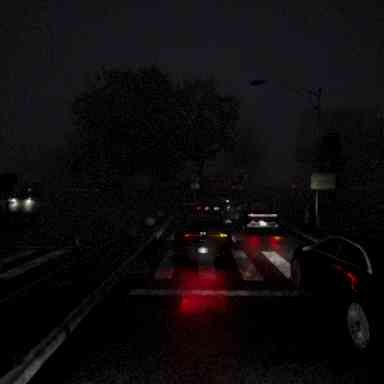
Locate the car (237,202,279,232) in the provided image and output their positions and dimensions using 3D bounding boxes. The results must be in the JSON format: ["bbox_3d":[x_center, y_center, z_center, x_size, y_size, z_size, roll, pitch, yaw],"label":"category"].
[{"bbox_3d":[3.697,1.295,18.928,2.128,1.511,4.902,0,2,4],"label":"car"}]

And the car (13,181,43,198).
[{"bbox_3d":[-19.878,-0.344,40.443,2.097,1.767,4.553,0,4,-6],"label":"car"}]

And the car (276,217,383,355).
[{"bbox_3d":[3.231,1.460,6.007,2.128,1.511,4.902,0,0,1],"label":"car"}]

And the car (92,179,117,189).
[{"bbox_3d":[-14.034,-1.335,55.068,5.008,1.535,1.882,-4,6,-40],"label":"car"}]

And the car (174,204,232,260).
[{"bbox_3d":[0.399,1.436,12.166,1.837,1.490,4.892,0,1,2],"label":"car"}]

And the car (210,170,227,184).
[{"bbox_3d":[5.434,-2.873,69.576,2.150,2.045,5.566,0,6,2],"label":"car"}]

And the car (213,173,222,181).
[{"bbox_3d":[6.129,-3.619,80.131,1.837,1.490,4.892,1,6,8],"label":"car"}]

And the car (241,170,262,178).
[{"bbox_3d":[15.033,-4.280,86.476,4.892,1.521,2.231,1,6,11],"label":"car"}]

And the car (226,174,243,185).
[{"bbox_3d":[8.485,-2.164,65.280,1.812,1.442,4.674,0,5,-2],"label":"car"}]

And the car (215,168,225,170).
[{"bbox_3d":[8.174,-4.931,91.998,2.097,1.767,4.553,1,6,11],"label":"car"}]

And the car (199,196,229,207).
[{"bbox_3d":[1.654,0.991,25.541,2.033,1.411,5.357,1,4,13],"label":"car"}]
